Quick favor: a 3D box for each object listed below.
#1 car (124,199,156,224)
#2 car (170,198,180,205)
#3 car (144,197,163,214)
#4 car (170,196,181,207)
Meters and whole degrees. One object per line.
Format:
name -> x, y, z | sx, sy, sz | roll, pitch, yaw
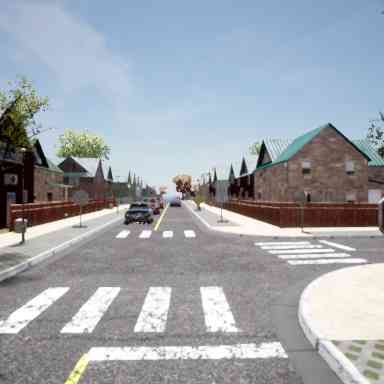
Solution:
car -> -3.984, 1.537, 25.417 | 1.837, 1.490, 4.892 | 0, 0, -3
car -> -3.329, 1.844, 65.098 | 1.994, 1.385, 4.181 | 0, -1, -3
car -> -4.546, 1.427, 35.581 | 2.097, 1.767, 4.553 | 0, 0, -3
car -> -2.755, 1.752, 55.707 | 2.033, 1.411, 5.357 | 0, 0, -3
